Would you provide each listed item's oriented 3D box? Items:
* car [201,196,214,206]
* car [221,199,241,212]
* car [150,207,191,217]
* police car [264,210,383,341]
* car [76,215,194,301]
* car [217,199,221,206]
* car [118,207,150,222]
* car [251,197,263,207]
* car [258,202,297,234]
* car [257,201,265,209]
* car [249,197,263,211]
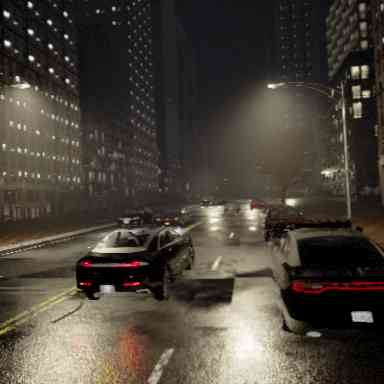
[{"bbox_3d":[3.258,1.840,68.269,2.150,2.045,5.566,-3,-1,11],"label":"car"},{"bbox_3d":[5.169,1.779,42.618,1.812,1.442,4.674,-3,-1,11],"label":"car"},{"bbox_3d":[-1.333,1.909,26.663,2.033,1.411,5.357,-3,-1,11],"label":"car"},{"bbox_3d":[2.626,1.386,6.767,1.930,1.638,5.238,-3,-1,11],"label":"police car"},{"bbox_3d":[-1.186,1.644,8.778,2.128,1.511,4.902,-3,-1,11],"label":"car"},{"bbox_3d":[6.164,2.031,66.091,1.994,1.385,4.181,-3,-1,11],"label":"car"},{"bbox_3d":[-4.492,2.001,27.434,2.128,1.511,4.902,-3,-1,11],"label":"car"},{"bbox_3d":[11.050,1.632,56.915,1.882,1.535,5.008,-3,-1,11],"label":"car"},{"bbox_3d":[4.452,1.468,16.488,1.882,1.535,5.008,-3,-1,11],"label":"car"},{"bbox_3d":[5.562,1.533,22.384,1.812,1.442,4.674,-3,-1,11],"label":"car"},{"bbox_3d":[8.323,1.603,42.325,2.128,1.511,4.902,-3,-1,11],"label":"car"}]
